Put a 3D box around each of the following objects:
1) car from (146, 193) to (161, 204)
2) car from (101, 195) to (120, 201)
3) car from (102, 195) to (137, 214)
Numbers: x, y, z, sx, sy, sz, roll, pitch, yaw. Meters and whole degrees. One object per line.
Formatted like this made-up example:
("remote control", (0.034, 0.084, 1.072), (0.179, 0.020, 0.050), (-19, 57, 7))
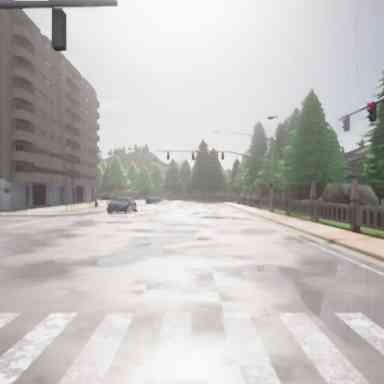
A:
("car", (-7.381, 1.288, 63.424), (2.150, 2.045, 5.566), (1, 2, -14))
("car", (-20.806, 1.483, 84.548), (5.008, 1.535, 1.882), (0, 0, 38))
("car", (-7.426, 1.320, 35.627), (2.097, 1.767, 4.553), (0, 0, 8))
